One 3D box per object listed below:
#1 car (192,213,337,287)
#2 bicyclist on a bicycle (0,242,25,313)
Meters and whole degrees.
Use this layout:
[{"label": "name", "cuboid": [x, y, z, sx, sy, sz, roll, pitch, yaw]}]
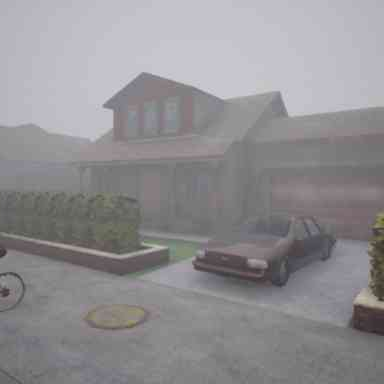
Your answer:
[{"label": "car", "cuboid": [2.289, 1.290, 8.855, 2.033, 1.415, 5.357, 2, 1, 39]}, {"label": "bicyclist on a bicycle", "cuboid": [-3.422, 1.227, 5.204, 0.582, 1.620, 1.656, 2, 1, 36]}]
